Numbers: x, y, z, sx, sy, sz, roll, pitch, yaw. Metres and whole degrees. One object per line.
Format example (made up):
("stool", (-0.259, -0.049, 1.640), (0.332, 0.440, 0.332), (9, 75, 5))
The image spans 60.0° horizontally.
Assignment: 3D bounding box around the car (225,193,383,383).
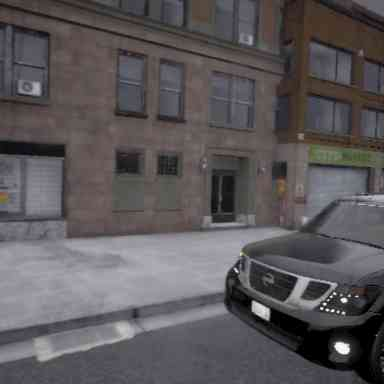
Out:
("car", (3.209, 1.064, 5.306), (5.566, 2.045, 2.150), (0, 3, -30))
